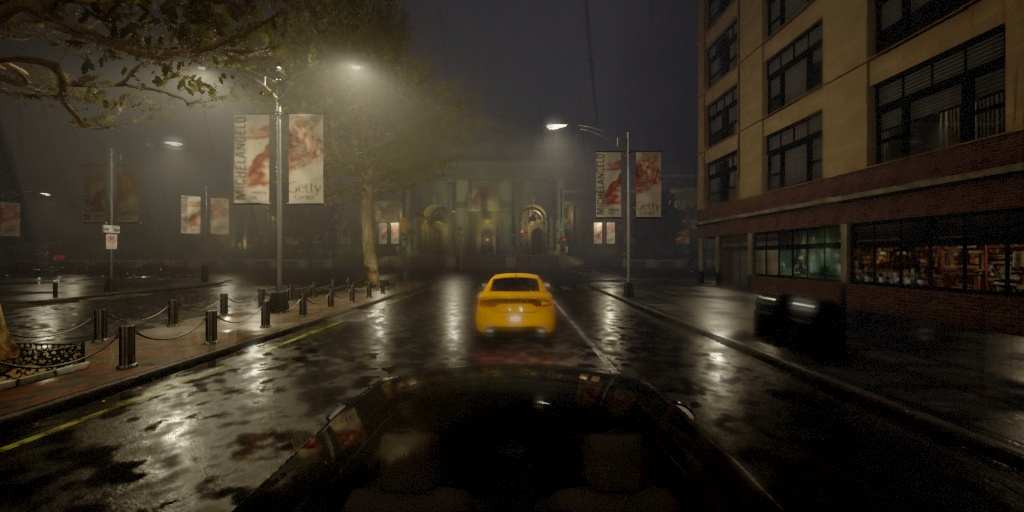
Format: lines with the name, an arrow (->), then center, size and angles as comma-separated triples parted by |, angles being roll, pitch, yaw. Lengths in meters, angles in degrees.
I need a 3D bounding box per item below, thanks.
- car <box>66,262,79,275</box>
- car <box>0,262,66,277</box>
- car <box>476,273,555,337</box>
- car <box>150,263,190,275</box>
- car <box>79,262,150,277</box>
car -> -47.010, 1.297, 38.344 | 5.357, 1.411, 2.033 | 0, 0, 0
car -> -47.082, 1.276, 34.831 | 4.674, 1.442, 1.812 | 0, 0, 0
car -> 0.119, 1.228, 10.350 | 1.882, 1.535, 5.008 | 0, 0, 1
car -> -37.404, 1.351, 38.290 | 4.718, 1.301, 1.895 | 0, 0, 0
car -> -38.513, 1.314, 34.793 | 4.181, 1.385, 1.994 | 0, 0, 0
